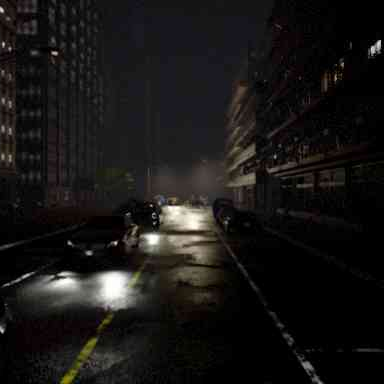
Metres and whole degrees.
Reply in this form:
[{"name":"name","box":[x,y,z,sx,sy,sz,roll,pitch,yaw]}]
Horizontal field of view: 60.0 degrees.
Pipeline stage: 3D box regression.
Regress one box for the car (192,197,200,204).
[{"name":"car","box":[0.870,1.852,74.318,1.812,1.442,4.674,0,0,0]}]

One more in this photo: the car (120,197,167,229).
[{"name":"car","box":[-3.052,1.436,22.051,2.097,1.767,4.553,0,0,0]}]

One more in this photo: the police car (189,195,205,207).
[{"name":"police car","box":[0.876,1.672,58.428,1.930,1.638,5.238,0,0,0]}]

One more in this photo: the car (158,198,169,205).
[{"name":"car","box":[-5.721,1.860,67.985,1.947,1.339,4.313,0,0,0]}]

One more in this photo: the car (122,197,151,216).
[{"name":"car","box":[-5.707,1.453,34.849,2.192,1.841,5.009,0,0,0]}]

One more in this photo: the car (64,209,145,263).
[{"name":"car","box":[-3.090,1.571,12.330,1.812,1.442,4.674,0,0,0]}]

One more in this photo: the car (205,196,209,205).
[{"name":"car","box":[2.660,1.844,67.989,2.008,1.369,4.403,0,0,0]}]

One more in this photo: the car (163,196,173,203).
[{"name":"car","box":[-5.726,1.791,79.032,1.967,1.590,4.097,0,0,0]}]

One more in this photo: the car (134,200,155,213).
[{"name":"car","box":[-5.709,1.714,40.372,2.008,1.369,4.403,0,0,0]}]

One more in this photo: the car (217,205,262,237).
[{"name":"car","box":[2.681,1.634,18.283,1.947,1.339,4.313,0,0,0]}]

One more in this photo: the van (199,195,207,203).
[{"name":"van","box":[2.655,1.692,79.035,1.690,1.788,3.998,0,0,0]}]

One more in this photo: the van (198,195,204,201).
[{"name":"van","box":[2.648,1.785,95.603,1.690,1.788,3.998,0,0,0]}]

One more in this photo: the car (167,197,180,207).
[{"name":"car","box":[-3.080,1.737,58.065,2.128,1.511,4.902,0,0,0]}]

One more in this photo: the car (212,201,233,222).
[{"name":"car","box":[2.679,1.616,23.976,1.752,1.417,4.829,0,0,0]}]

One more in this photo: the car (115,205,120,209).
[{"name":"car","box":[-5.704,1.680,29.326,1.947,1.339,4.313,0,0,0]}]

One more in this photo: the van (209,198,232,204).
[{"name":"van","box":[2.676,1.455,29.330,1.690,1.788,3.998,0,0,0]}]

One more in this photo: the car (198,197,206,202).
[{"name":"car","box":[2.651,1.957,90.079,1.887,1.381,4.507,0,0,0]}]

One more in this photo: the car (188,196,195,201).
[{"name":"car","box":[-0.038,1.877,91.055,1.895,1.301,4.718,0,0,0]}]

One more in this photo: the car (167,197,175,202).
[{"name":"car","box":[-5.730,1.963,90.075,2.008,1.369,4.403,0,0,0]}]

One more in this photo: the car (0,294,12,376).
[{"name":"car","box":[-3.101,1.535,2.277,1.812,1.442,4.674,0,0,0]}]

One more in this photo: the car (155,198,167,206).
[{"name":"car","box":[-5.718,1.811,62.462,1.887,1.381,4.507,0,0,0]}]
